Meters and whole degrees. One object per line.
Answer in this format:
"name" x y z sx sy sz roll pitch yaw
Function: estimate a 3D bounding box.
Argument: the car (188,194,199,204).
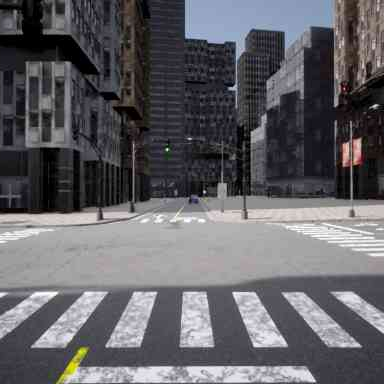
"car" 0.290 1.538 62.944 1.882 1.535 5.008 0 0 1

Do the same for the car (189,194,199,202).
"car" 0.384 1.315 73.368 2.097 1.767 4.553 0 0 1
